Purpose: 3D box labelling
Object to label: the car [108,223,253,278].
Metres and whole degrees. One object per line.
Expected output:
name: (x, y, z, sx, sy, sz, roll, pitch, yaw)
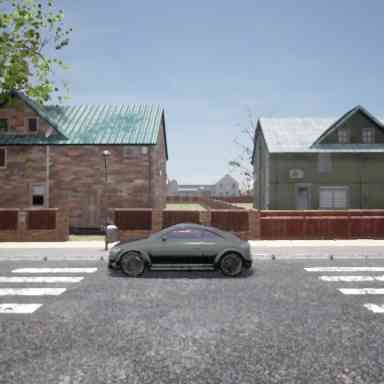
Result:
car: (-0.313, 1.647, 9.889, 4.181, 1.385, 1.994, 0, -1, 1)
